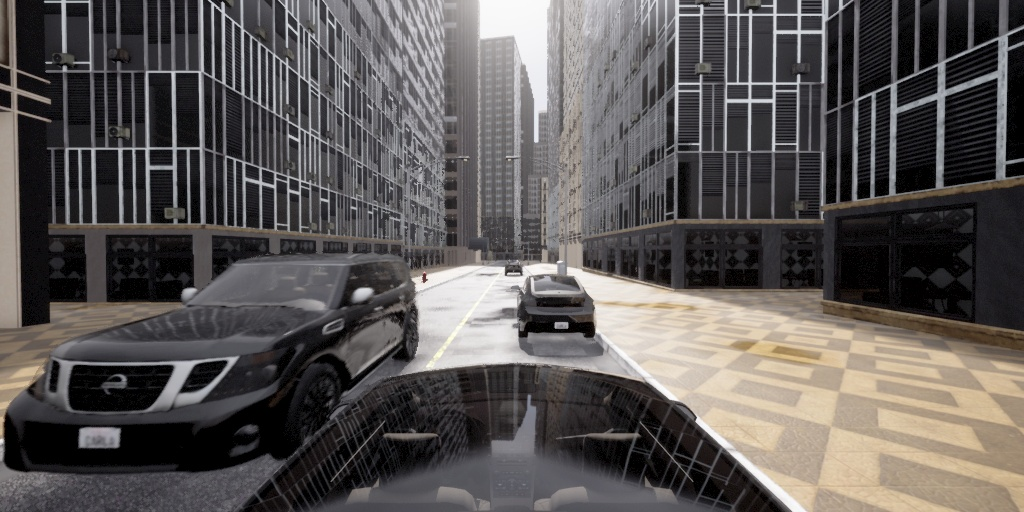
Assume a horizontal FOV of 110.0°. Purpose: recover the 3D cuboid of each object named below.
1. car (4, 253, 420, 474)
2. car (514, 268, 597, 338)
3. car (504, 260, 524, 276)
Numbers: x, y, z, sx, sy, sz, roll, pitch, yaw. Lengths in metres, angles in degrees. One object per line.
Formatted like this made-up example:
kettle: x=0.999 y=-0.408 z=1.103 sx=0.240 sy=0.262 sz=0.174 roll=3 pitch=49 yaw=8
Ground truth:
car: x=-2.989 y=0.971 z=5.368 sx=2.150 sy=2.045 sz=5.566 roll=0 pitch=0 yaw=0
car: x=1.075 y=1.255 z=10.168 sx=1.837 sy=1.490 sz=4.892 roll=0 pitch=0 yaw=0
car: x=0.180 y=1.263 z=37.845 sx=1.837 sy=1.490 sz=4.892 roll=0 pitch=0 yaw=0
